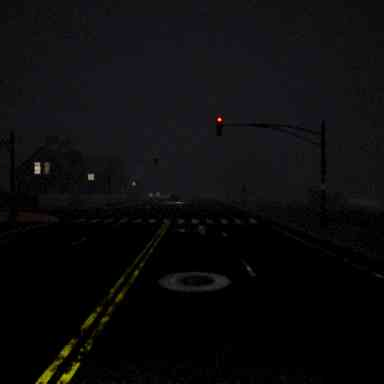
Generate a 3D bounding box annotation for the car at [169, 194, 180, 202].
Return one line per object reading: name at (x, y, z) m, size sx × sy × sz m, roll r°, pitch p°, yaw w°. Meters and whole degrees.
car at (-3.265, 1.103, 62.770) m, size 1.882 × 1.535 × 5.008 m, roll 0°, pitch 2°, yaw 0°
